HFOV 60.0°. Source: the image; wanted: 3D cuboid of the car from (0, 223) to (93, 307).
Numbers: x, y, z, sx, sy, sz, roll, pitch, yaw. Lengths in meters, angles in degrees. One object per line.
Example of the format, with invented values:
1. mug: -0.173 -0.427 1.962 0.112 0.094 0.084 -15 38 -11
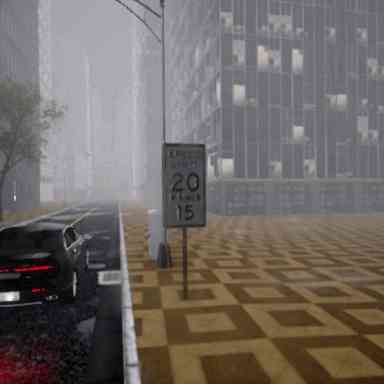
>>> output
1. car: -3.575 1.497 7.925 1.837 1.490 4.892 -1 0 -12
